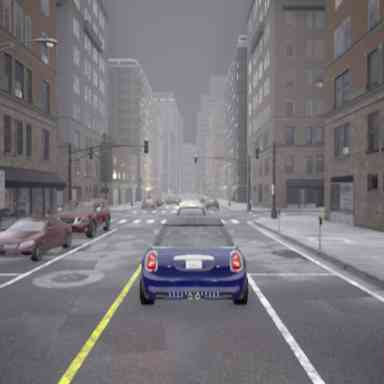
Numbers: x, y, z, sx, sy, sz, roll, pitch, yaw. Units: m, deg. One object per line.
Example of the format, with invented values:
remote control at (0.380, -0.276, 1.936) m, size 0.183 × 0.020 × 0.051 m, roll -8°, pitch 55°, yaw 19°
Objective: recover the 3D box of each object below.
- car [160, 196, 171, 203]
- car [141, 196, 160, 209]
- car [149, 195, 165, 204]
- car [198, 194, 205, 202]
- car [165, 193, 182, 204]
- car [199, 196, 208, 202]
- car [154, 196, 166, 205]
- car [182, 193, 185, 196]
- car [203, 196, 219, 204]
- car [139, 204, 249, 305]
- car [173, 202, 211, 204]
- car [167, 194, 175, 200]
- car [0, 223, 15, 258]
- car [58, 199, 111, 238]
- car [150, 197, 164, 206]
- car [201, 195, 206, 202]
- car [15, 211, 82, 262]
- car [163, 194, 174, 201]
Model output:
car at (-5.829, 1.587, 72.467) m, size 2.008 × 1.369 × 4.403 m, roll -1°, pitch 0°, yaw 0°
car at (-5.769, 1.585, 44.643) m, size 1.802 × 1.307 × 4.206 m, roll -1°, pitch 0°, yaw 0°
car at (-5.784, 1.323, 50.208) m, size 2.192 × 1.841 × 5.009 m, roll -1°, pitch 0°, yaw 0°
car at (2.708, 1.572, 66.942) m, size 1.887 × 1.381 × 4.507 m, roll -1°, pitch 0°, yaw 0°
car at (-3.193, 1.366, 55.499) m, size 2.097 × 1.767 × 4.553 m, roll 0°, pitch 0°, yaw 0°
car at (2.685, 1.590, 78.069) m, size 1.887 × 1.381 × 4.507 m, roll -1°, pitch 0°, yaw 0°
car at (-5.805, 1.545, 61.167) m, size 1.752 × 1.417 × 4.829 m, roll -1°, pitch 0°, yaw 0°
car at (-3.147, 1.558, 70.513) m, size 2.128 × 1.511 × 4.902 m, roll 0°, pitch 0°, yaw 0°
car at (2.756, 1.585, 44.689) m, size 1.802 × 1.307 × 4.206 m, roll -1°, pitch 0°, yaw 0°
car at (0.046, 1.348, 8.229) m, size 2.097 × 1.767 × 4.553 m, roll 0°, pitch 0°, yaw 0°
car at (-0.021, 1.499, 17.407) m, size 1.837 × 1.490 × 4.892 m, roll 0°, pitch 0°, yaw 0°
car at (-5.877, 1.515, 94.728) m, size 1.967 × 1.590 × 4.097 m, roll -1°, pitch 0°, yaw 0°
car at (-5.688, 1.547, 6.477) m, size 2.008 × 1.369 × 4.403 m, roll -1°, pitch 0°, yaw 0°
car at (-5.714, 1.309, 17.643) m, size 2.192 × 1.841 × 5.009 m, roll -1°, pitch 0°, yaw 0°
car at (-5.794, 1.558, 55.773) m, size 1.887 × 1.381 × 4.507 m, roll -1°, pitch 0°, yaw 0°
car at (2.743, 1.533, 50.422) m, size 1.752 × 1.417 × 4.829 m, roll -1°, pitch 0°, yaw 0°
car at (-5.700, 1.577, 12.061) m, size 1.802 × 1.307 × 4.206 m, roll -1°, pitch 0°, yaw 0°
car at (-5.856, 1.371, 83.598) m, size 2.192 × 1.841 × 5.009 m, roll -1°, pitch 0°, yaw 0°
